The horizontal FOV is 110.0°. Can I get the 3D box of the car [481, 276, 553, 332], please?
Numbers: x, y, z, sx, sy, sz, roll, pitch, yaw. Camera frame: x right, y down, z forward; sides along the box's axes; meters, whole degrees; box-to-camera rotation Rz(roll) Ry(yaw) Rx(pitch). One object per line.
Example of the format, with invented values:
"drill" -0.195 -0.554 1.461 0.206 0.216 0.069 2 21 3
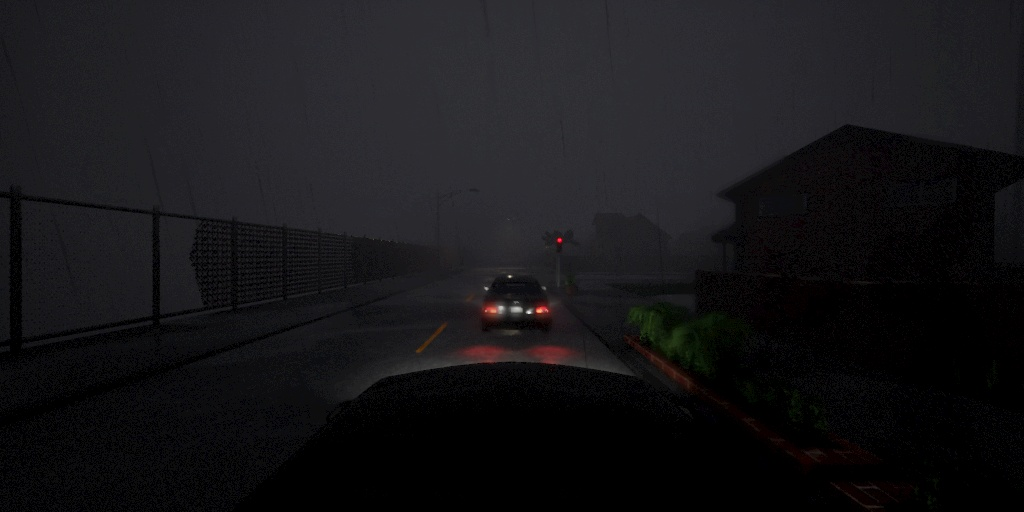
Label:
"car" 0.116 1.295 10.780 2.033 1.411 5.357 0 0 0
